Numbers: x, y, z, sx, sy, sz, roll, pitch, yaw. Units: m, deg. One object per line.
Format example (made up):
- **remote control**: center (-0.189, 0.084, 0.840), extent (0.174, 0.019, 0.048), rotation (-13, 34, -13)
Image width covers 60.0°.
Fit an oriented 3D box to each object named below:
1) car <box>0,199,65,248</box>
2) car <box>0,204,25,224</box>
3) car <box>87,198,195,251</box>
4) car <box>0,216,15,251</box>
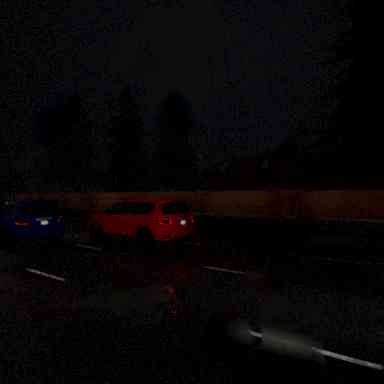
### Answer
- **car**: center (-7.903, 1.336, 15.095), extent (5.566, 2.045, 2.150), rotation (0, 0, 42)
- **car**: center (-15.887, 1.765, 27.896), extent (2.033, 1.411, 5.357), rotation (0, 0, -42)
- **car**: center (-2.403, 1.311, 14.943), extent (5.566, 2.045, 2.150), rotation (0, 0, 40)
- **car**: center (-7.701, 1.580, 10.306), extent (4.902, 1.511, 2.128), rotation (-1, 0, 40)
